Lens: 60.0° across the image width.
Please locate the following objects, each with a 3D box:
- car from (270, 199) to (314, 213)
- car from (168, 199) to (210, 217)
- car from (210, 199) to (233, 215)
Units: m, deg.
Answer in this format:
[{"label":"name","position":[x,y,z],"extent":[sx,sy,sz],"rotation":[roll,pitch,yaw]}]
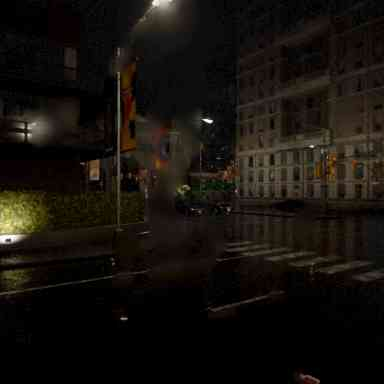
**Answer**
[{"label":"car","position":[10.806,1.477,36.197],"extent":[1.882,1.535,5.008],"rotation":[0,0,-35]},{"label":"car","position":[-0.621,1.526,32.112],"extent":[1.812,1.442,4.674],"rotation":[0,0,-35]},{"label":"car","position":[2.170,1.491,34.229],"extent":[2.128,1.511,4.902],"rotation":[0,0,-35]}]
